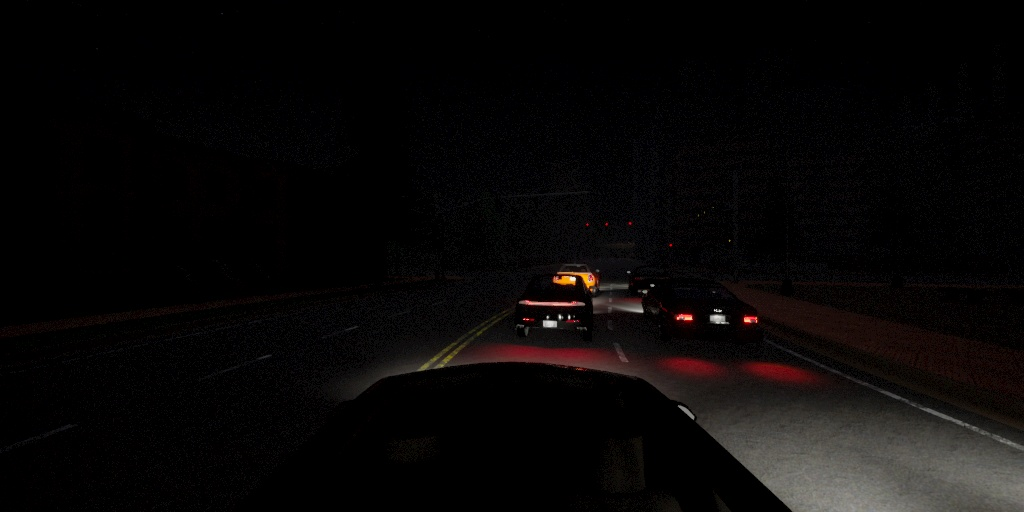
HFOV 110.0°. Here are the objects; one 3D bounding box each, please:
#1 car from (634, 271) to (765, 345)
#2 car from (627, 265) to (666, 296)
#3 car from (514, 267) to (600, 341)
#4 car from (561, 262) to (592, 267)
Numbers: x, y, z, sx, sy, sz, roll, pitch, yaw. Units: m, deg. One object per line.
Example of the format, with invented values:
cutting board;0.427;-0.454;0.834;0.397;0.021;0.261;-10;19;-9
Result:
car;4.692;1.297;9.613;2.033;1.411;5.357;0;0;13
car;7.249;1.228;19.102;1.882;1.535;5.008;0;0;16
car;1.319;1.242;10.040;2.128;1.511;4.902;0;0;12
car;3.481;1.102;18.929;2.097;1.767;4.553;0;0;16
